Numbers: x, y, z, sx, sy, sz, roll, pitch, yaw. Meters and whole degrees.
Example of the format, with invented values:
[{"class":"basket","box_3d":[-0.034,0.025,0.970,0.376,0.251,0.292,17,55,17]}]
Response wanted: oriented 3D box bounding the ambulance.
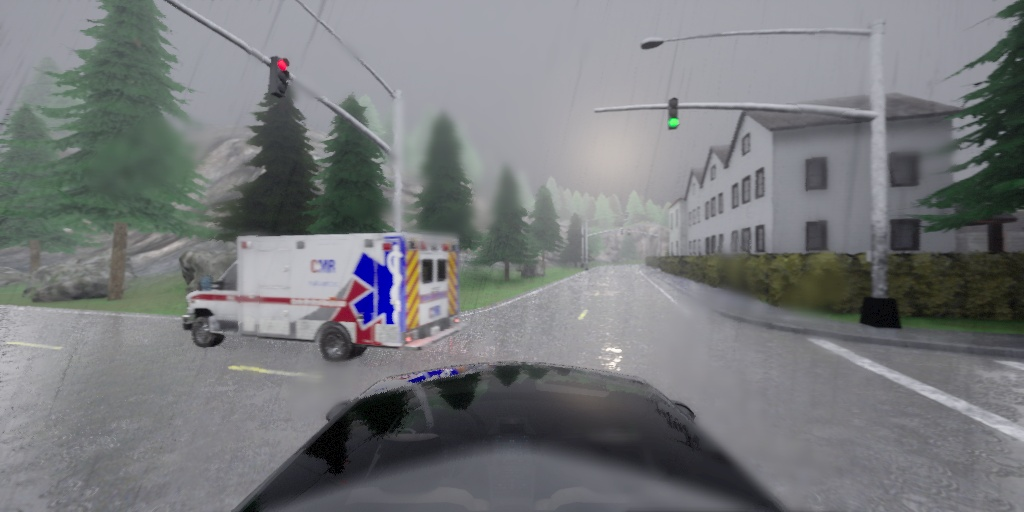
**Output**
[{"class":"ambulance","box_3d":[-4.334,0.826,8.165,6.366,2.431,2.351,0,0,17]}]
